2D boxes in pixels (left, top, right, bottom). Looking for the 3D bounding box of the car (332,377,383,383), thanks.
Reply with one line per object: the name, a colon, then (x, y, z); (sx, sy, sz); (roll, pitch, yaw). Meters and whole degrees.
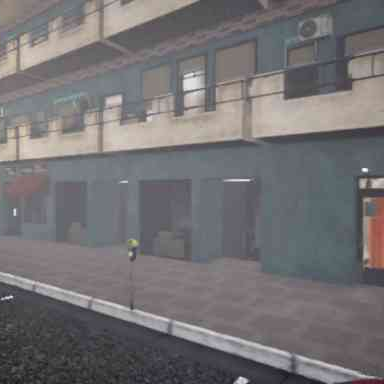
car: (2.401, 1.575, 1.150); (4.206, 1.307, 1.802); (0, 1, 35)
